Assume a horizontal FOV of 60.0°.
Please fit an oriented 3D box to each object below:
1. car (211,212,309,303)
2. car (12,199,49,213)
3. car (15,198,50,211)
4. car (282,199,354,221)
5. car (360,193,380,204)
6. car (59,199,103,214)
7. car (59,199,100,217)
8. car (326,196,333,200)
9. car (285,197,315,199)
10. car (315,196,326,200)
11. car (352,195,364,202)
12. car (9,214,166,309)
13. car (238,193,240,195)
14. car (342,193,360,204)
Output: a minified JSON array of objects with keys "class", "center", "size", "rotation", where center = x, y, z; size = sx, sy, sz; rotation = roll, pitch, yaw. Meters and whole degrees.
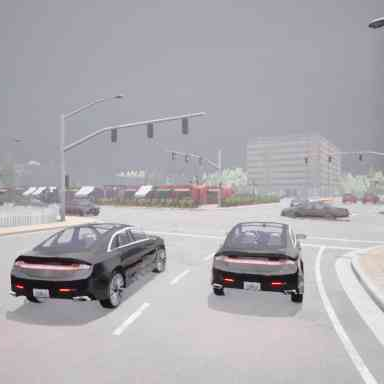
[{"class":"car","center":[1.783,1.492,8.358],"size":[2.128,1.511,4.902],"rotation":[0,0,17]},{"class":"car","center":[-18.117,1.619,36.966],"size":[4.181,1.385,1.994],"rotation":[0,0,32]},{"class":"car","center":[-20.365,1.581,42.508],"size":[4.674,1.442,1.812],"rotation":[0,0,32]},{"class":"car","center":[10.224,1.592,27.713],"size":[5.357,1.411,2.033],"rotation":[0,0,32]},{"class":"car","center":[33.957,1.225,63.462],"size":[2.150,2.045,5.566],"rotation":[0,0,32]},{"class":"car","center":[-12.563,1.547,37.617],"size":[4.902,1.511,2.128],"rotation":[0,0,32]},{"class":"car","center":[-11.003,1.619,32.491],"size":[4.181,1.385,1.994],"rotation":[0,0,33]},{"class":"car","center":[25.683,1.478,63.429],"size":[1.882,1.535,5.008],"rotation":[0,0,32]},{"class":"car","center":[15.146,1.491,46.470],"size":[2.128,1.511,4.902],"rotation":[0,0,32]},{"class":"car","center":[20.318,1.526,54.846],"size":[1.812,1.442,4.674],"rotation":[0,0,32]},{"class":"car","center":[39.702,1.540,79.488],"size":[2.033,1.411,5.357],"rotation":[0,0,32]},{"class":"car","center":[-2.035,1.492,7.980],"size":[2.128,1.511,4.902],"rotation":[0,0,12]},{"class":"car","center":[11.527,1.209,88.628],"size":[4.605,1.855,1.932],"rotation":[0,0,32]},{"class":"car","center":[30.874,1.224,65.117],"size":[2.150,2.045,5.566],"rotation":[0,0,32]}]
